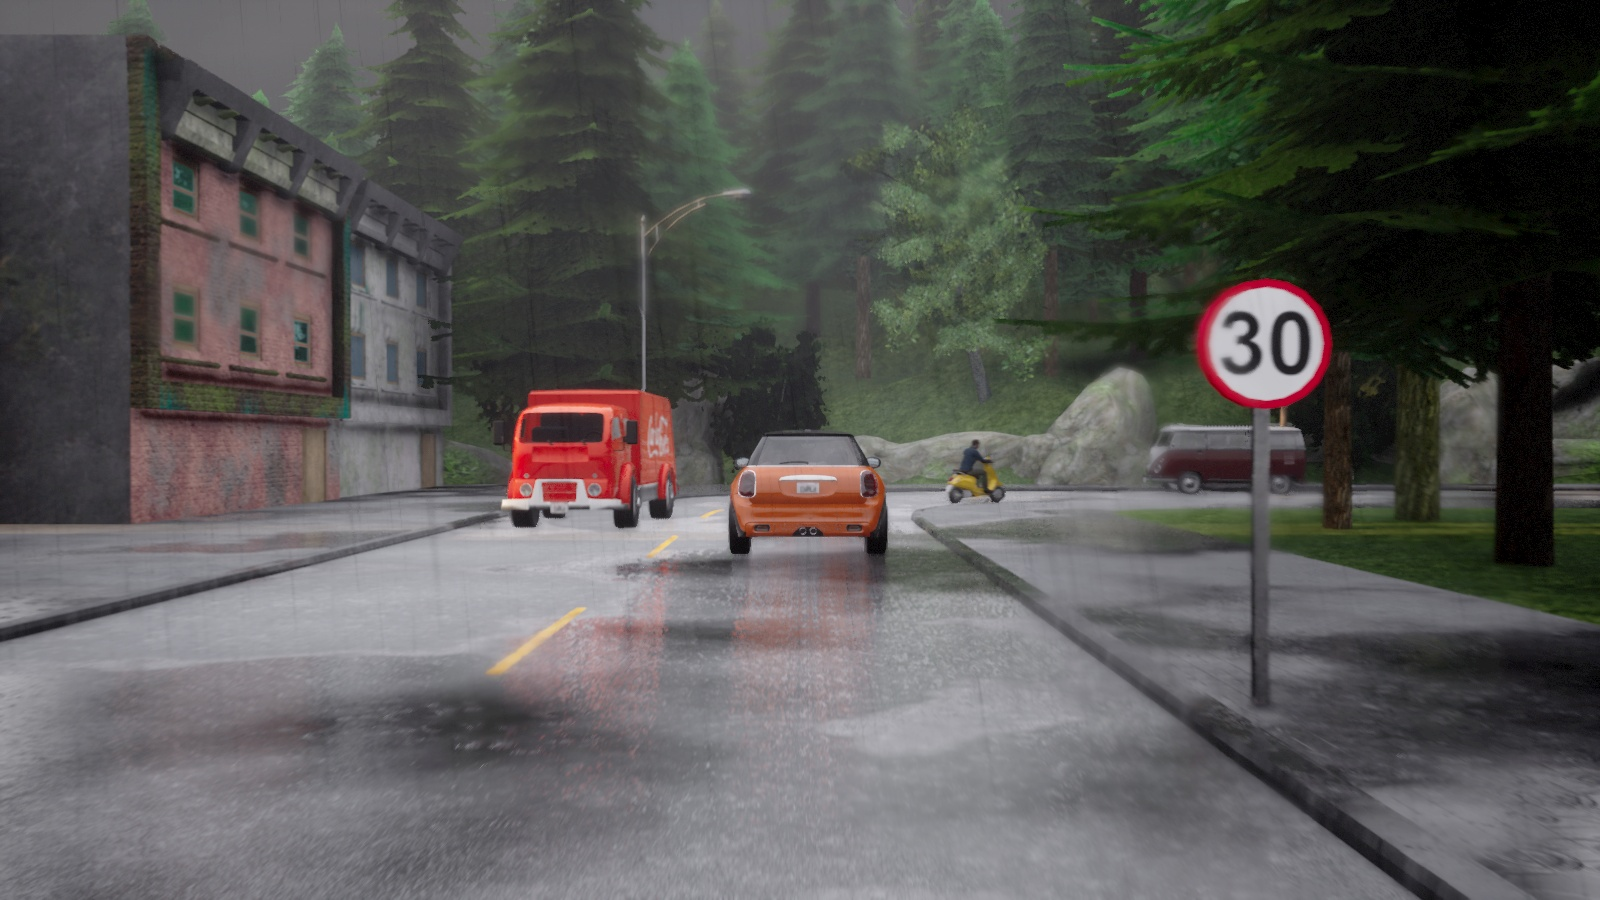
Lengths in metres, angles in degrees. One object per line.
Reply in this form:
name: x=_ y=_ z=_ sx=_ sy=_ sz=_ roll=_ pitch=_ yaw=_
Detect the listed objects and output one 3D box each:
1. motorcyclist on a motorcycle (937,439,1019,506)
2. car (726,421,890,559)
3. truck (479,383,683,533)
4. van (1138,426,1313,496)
motorcyclist on a motorcycle: x=4.379 y=0.530 z=30.904 sx=1.817 sy=1.590 sz=0.866 roll=0 pitch=2 yaw=-32
car: x=0.116 y=0.502 z=18.333 sx=2.097 sy=1.767 sz=4.553 roll=0 pitch=0 yaw=0
truck: x=-3.859 y=0.125 z=23.344 sx=2.627 sy=2.467 sz=5.204 roll=0 pitch=0 yaw=3
van: x=12.232 y=0.305 z=36.267 sx=4.442 sy=1.987 sz=1.775 roll=0 pitch=0 yaw=0
